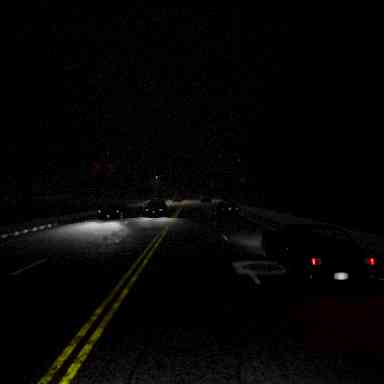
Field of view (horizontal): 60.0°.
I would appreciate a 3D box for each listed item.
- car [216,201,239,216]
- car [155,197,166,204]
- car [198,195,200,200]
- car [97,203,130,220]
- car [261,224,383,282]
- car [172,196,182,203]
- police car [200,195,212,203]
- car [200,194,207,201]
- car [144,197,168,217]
[{"bbox_3d":[3.358,1.553,32.082,2.033,1.411,5.357,0,0,0],"label":"car"},{"bbox_3d":[-6.479,1.699,69.547,1.895,1.301,4.718,0,0,0],"label":"car"},{"bbox_3d":[3.275,1.537,84.541,2.097,1.767,4.553,0,0,0],"label":"car"},{"bbox_3d":[-6.591,1.603,28.384,1.895,1.301,4.718,0,0,0],"label":"car"},{"bbox_3d":[3.353,1.590,9.680,1.895,1.301,4.718,0,0,0],"label":"car"},{"bbox_3d":[-3.228,1.565,72.492,1.882,1.535,5.008,0,0,0],"label":"car"},{"bbox_3d":[3.272,1.558,73.680,1.930,1.638,5.238,0,0,0],"label":"police car"},{"bbox_3d":[3.279,1.591,95.543,2.097,1.767,4.553,0,0,0],"label":"car"},{"bbox_3d":[-3.337,1.510,31.332,1.837,1.490,4.892,0,0,0],"label":"car"}]
